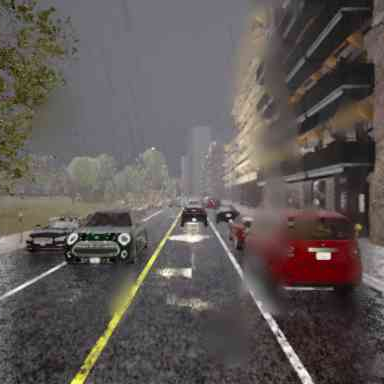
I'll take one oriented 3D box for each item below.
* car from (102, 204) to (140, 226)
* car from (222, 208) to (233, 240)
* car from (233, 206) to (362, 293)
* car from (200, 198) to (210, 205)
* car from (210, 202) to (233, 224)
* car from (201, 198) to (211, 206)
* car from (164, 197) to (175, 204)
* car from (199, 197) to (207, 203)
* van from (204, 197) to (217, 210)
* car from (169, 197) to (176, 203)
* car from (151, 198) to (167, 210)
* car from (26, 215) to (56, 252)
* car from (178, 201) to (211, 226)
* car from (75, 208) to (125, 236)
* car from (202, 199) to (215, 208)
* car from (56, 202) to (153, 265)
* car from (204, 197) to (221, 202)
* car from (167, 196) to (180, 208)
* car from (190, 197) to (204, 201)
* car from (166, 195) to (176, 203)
[{"bbox_3d":[-5.248,1.676,25.255,1.887,1.381,4.507,1,0,0],"label":"car"},{"bbox_3d":[2.608,1.619,14.602,1.887,1.381,4.507,1,0,0],"label":"car"},{"bbox_3d":[2.597,1.361,8.942,2.192,1.841,5.009,1,0,0],"label":"car"},{"bbox_3d":[2.738,1.946,71.210,1.947,1.339,4.313,1,0,0],"label":"car"},{"bbox_3d":[2.634,1.699,25.923,1.947,1.339,4.313,1,0,0],"label":"car"},{"bbox_3d":[2.726,1.892,65.549,1.887,1.381,4.507,1,0,0],"label":"car"},{"bbox_3d":[-5.130,1.960,76.140,2.008,1.369,4.403,1,0,0],"label":"car"},{"bbox_3d":[2.765,2.012,82.531,1.947,1.339,4.313,1,0,0],"label":"car"},{"bbox_3d":[2.688,1.594,48.568,1.690,1.788,3.998,1,0,0],"label":"van"},{"bbox_3d":[-5.104,2.058,87.447,1.802,1.307,4.206,1,0,0],"label":"car"},{"bbox_3d":[-5.194,1.691,47.871,1.967,1.590,4.097,1,0,0],"label":"car"},{"bbox_3d":[-5.274,1.623,13.947,2.008,1.369,4.403,1,0,0],"label":"car"},{"bbox_3d":[0.158,1.631,24.622,1.837,1.490,4.892,0,0,0],"label":"car"},{"bbox_3d":[-5.262,1.683,19.601,1.802,1.307,4.206,1,0,0],"label":"car"},{"bbox_3d":[2.699,1.850,54.227,1.947,1.339,4.313,1,0,0],"label":"car"},{"bbox_3d":[-2.822,1.413,11.941,2.097,1.767,4.553,0,0,0],"label":"car"},{"bbox_3d":[2.676,1.538,42.907,2.192,1.841,5.009,1,0,0],"label":"car"},{"bbox_3d":[-2.698,1.825,53.010,2.033,1.411,5.357,0,0,1],"label":"car"},{"bbox_3d":[0.198,1.676,42.122,1.801,1.575,5.366,0,0,0],"label":"car"},{"bbox_3d":[-5.115,1.757,81.795,2.192,1.841,5.009,1,0,0],"label":"car"}]
